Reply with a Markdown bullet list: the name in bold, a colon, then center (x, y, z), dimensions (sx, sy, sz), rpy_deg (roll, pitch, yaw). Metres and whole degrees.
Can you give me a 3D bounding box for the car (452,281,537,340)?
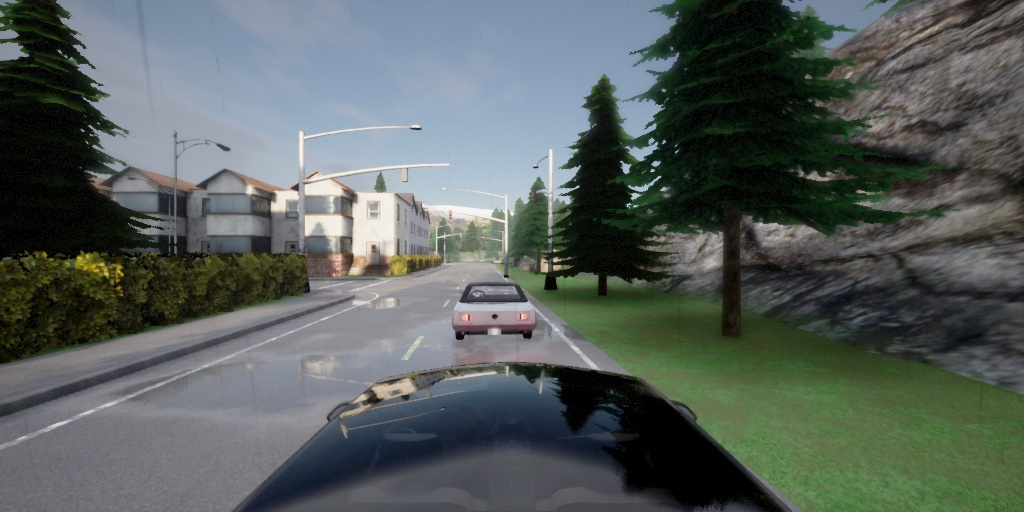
- **car**: center (-0.533, 1.351, 9.979), dimensions (1.895, 1.301, 4.718), rpy_deg (0, 0, -4)
